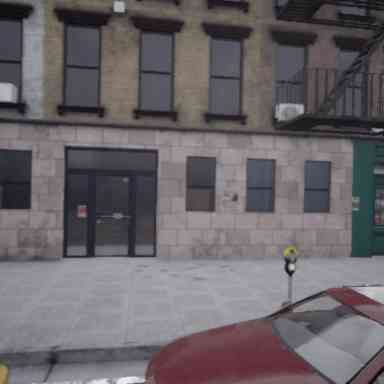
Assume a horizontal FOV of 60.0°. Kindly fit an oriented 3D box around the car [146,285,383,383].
[{"bbox_3d":[1.680,1.586,2.989,4.206,1.307,1.802,1,0,-9],"label":"car"}]

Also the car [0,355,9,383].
[{"bbox_3d":[-3.940,1.418,2.124,4.829,1.417,1.752,1,0,-9],"label":"car"}]
